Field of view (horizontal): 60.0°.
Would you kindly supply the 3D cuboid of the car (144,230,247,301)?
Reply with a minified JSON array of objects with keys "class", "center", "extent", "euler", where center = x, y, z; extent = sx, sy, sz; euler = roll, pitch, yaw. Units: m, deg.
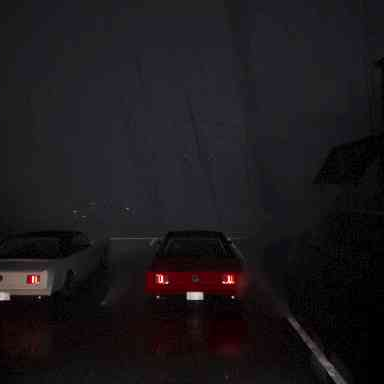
[{"class":"car","center":[0.072,1.601,8.261],"extent":[1.895,1.301,4.718],"euler":[0,0,0]}]

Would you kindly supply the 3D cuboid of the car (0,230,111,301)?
[{"class":"car","center":[-3.428,1.601,8.241],"extent":[1.895,1.301,4.718],"euler":[0,0,0]}]

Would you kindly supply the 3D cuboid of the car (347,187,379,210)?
[{"class":"car","center":[14.366,0.769,28.462],"extent":[4.553,1.767,2.097],"euler":[-15,0,-1]}]

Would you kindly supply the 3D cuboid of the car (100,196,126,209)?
[{"class":"car","center":[-10.625,1.526,44.926],"extent":[1.812,1.442,4.674],"euler":[0,0,0]}]

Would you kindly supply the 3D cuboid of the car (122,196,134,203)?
[{"class":"car","center":[-14.048,1.519,73.004],"extent":[1.812,1.442,4.674],"euler":[0,0,0]}]

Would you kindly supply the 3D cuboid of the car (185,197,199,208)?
[{"class":"car","center":[0.041,1.477,49.078],"extent":[1.882,1.535,5.008],"euler":[0,0,0]}]

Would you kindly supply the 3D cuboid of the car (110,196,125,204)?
[{"class":"car","center":[-14.092,1.564,63.081],"extent":[1.994,1.385,4.181],"euler":[0,0,0]}]

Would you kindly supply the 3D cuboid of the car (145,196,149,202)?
[{"class":"car","center":[-10.548,1.536,72.973],"extent":[2.033,1.411,5.357],"euler":[0,0,0]}]

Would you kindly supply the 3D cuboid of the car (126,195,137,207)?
[{"class":"car","center":[-10.626,1.352,52.650],"extent":[2.097,1.767,4.553],"euler":[0,0,0]}]

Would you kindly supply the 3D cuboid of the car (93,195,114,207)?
[{"class":"car","center":[-14.122,1.352,53.200],"extent":[2.097,1.767,4.553],"euler":[0,0,1]}]

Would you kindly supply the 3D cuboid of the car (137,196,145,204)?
[{"class":"car","center":[-10.589,1.564,62.580],"extent":[1.994,1.385,4.181],"euler":[0,0,1]}]

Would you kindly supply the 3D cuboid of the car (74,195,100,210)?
[{"class":"car","center":[-14.128,1.491,44.147],"extent":[2.128,1.511,4.902],"euler":[0,0,0]}]
